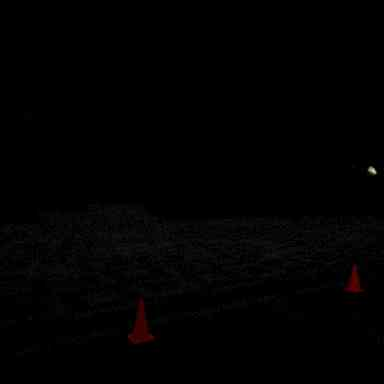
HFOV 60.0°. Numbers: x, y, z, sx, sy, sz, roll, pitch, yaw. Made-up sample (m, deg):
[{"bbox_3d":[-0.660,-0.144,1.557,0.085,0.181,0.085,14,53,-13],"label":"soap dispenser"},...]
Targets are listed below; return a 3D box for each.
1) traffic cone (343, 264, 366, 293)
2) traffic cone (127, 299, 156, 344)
[{"bbox_3d":[3.764,1.974,7.699,0.340,0.580,0.340,0,0,-27],"label":"traffic cone"},{"bbox_3d":[-0.778,1.944,5.104,0.340,0.580,0.340,0,0,-32],"label":"traffic cone"}]
